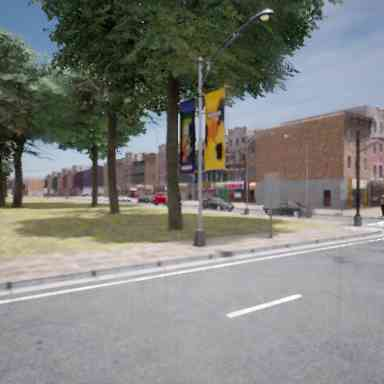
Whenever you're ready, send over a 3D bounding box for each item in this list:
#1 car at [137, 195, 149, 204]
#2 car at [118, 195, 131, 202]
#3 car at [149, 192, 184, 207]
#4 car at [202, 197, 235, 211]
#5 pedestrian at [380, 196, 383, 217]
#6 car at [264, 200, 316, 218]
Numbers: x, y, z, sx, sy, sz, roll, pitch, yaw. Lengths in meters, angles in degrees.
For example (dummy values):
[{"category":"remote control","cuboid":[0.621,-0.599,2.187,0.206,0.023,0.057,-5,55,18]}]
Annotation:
[{"category":"car","cuboid":[-7.851,1.262,57.970,2.128,1.511,4.902,0,0,-35]},{"category":"car","cuboid":[-13.932,1.343,66.500,1.895,1.301,4.718,0,0,-35]},{"category":"car","cuboid":[-3.390,1.039,46.642,2.150,2.045,5.566,0,0,-35]},{"category":"car","cuboid":[2.813,1.399,37.910,1.837,1.490,4.892,0,0,-35]},{"category":"pedestrian","cuboid":[16.542,1.202,28.726,0.375,1.860,0.375,1,-1,-35]},{"category":"car","cuboid":[8.640,1.490,29.719,1.837,1.490,4.892,0,0,-35]}]
